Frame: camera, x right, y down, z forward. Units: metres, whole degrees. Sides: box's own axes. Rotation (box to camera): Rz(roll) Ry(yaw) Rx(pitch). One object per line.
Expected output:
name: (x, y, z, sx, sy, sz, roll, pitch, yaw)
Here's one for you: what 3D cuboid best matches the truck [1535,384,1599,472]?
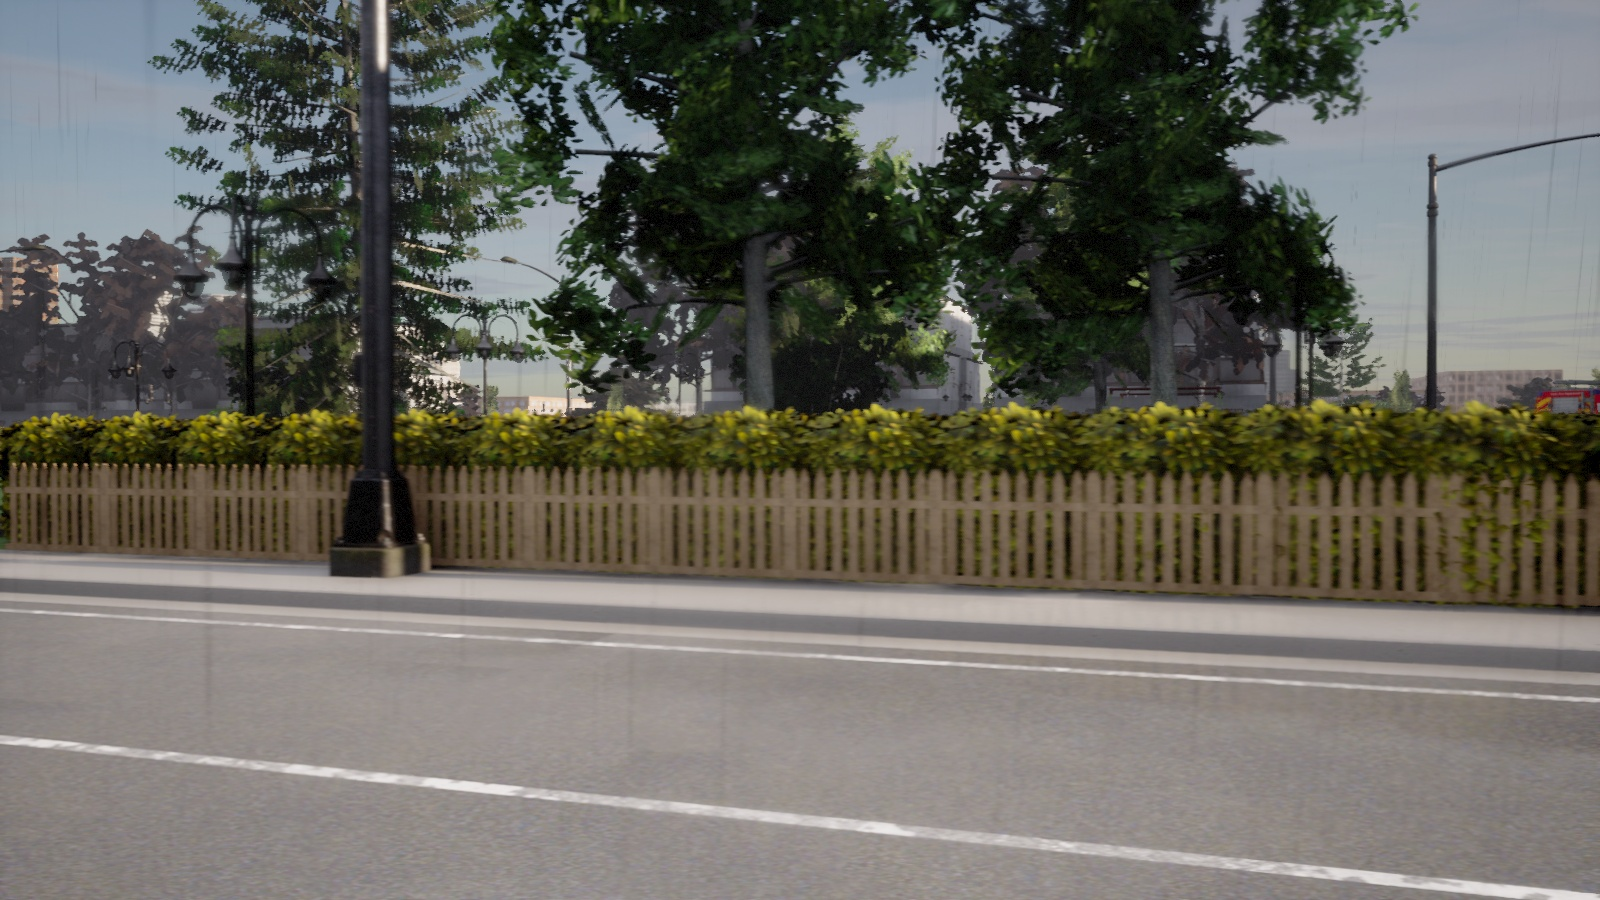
truck: (37.867, -0.928, 57.654, 8.468, 3.827, 2.891, 0, 0, -26)
